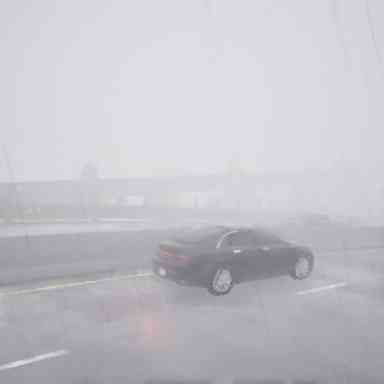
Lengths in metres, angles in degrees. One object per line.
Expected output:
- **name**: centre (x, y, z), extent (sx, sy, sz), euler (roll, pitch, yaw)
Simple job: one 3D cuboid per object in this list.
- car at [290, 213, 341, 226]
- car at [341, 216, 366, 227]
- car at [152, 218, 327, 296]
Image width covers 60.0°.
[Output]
- **car**: centre (7.516, 2.181, 22.215), extent (4.553, 1.767, 2.097), euler (4, -3, -35)
- **car**: centre (17.849, 3.499, 38.099), extent (5.357, 1.411, 2.033), euler (4, -3, -35)
- **car**: centre (1.301, 1.629, 8.971), extent (4.892, 1.490, 1.837), euler (2, -1, -35)
